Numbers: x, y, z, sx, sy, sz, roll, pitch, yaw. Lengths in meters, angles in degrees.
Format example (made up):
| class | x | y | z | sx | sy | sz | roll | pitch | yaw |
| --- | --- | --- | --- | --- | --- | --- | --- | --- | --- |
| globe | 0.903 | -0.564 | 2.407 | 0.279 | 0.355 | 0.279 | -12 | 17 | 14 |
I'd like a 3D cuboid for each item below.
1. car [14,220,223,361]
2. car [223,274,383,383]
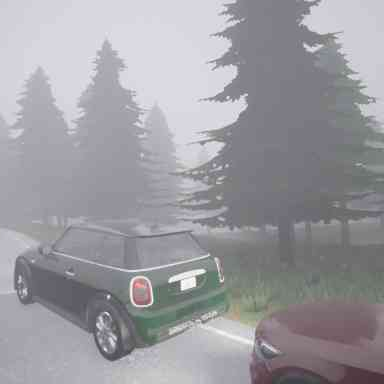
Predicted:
| class | x | y | z | sx | sy | sz | roll | pitch | yaw |
| --- | --- | --- | --- | --- | --- | --- | --- | --- | --- |
| car | -1.580 | 1.308 | 6.226 | 4.553 | 1.767 | 2.097 | 1 | 1 | 44 |
| car | 2.744 | 1.531 | 2.598 | 4.674 | 1.442 | 1.812 | 1 | 0 | 36 |
